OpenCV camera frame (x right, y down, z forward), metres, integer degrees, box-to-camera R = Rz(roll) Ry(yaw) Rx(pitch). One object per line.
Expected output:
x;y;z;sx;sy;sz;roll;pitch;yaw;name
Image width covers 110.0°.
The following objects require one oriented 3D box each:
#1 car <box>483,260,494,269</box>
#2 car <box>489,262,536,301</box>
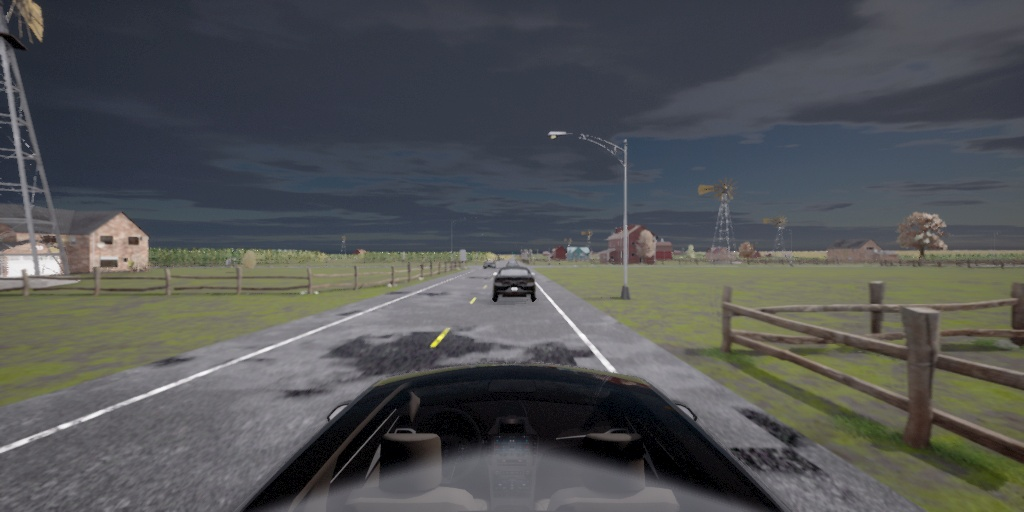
-3.488;1.381;56.723;1.994;1.385;4.181;0;0;0;car
0.106;1.236;17.476;1.882;1.535;5.008;0;0;0;car
